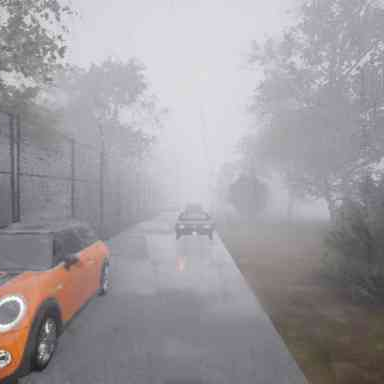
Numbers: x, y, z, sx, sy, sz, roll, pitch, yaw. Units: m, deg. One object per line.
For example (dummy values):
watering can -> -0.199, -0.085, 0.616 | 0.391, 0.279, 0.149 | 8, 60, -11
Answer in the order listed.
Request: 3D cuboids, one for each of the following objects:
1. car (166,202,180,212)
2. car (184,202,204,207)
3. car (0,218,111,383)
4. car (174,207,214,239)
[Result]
car -> -2.659, 2.177, 48.236 | 2.033, 1.411, 5.357 | 0, -1, 1
car -> 0.190, 1.866, 36.093 | 1.837, 1.490, 4.892 | 0, -1, 0
car -> -2.868, 1.355, 5.633 | 2.097, 1.767, 4.553 | 0, 0, 0
car -> 0.125, 1.700, 18.072 | 1.895, 1.301, 4.718 | 0, -1, 0
